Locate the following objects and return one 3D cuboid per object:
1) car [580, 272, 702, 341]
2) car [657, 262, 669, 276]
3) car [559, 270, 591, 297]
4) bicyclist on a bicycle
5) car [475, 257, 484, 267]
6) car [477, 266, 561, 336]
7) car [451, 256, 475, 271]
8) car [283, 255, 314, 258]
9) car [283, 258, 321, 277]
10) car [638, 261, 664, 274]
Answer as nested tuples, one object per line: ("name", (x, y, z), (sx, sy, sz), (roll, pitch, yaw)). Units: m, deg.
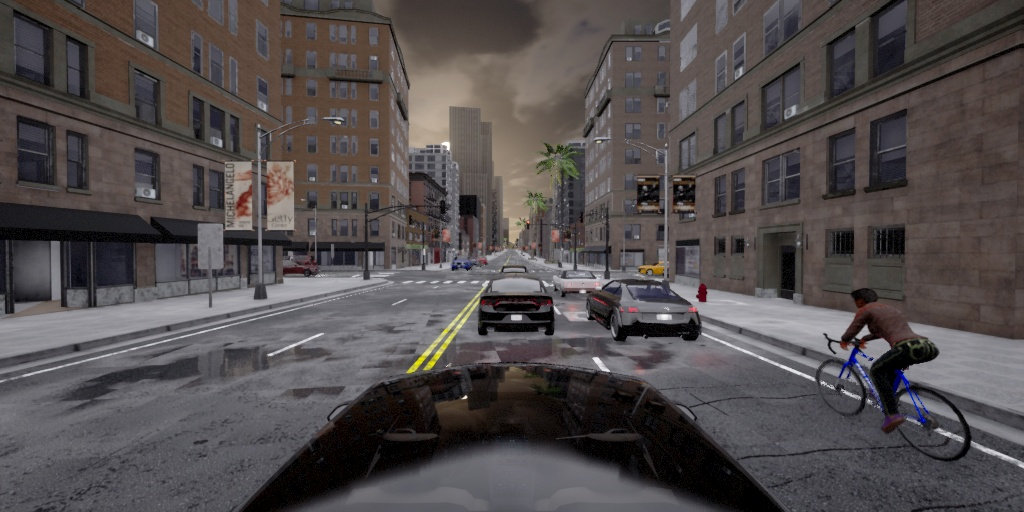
("car", (3.344, 1.312, 9.882), (1.994, 1.385, 4.181), (0, 0, 0))
("car", (16.231, 1.509, 33.279), (4.313, 1.339, 1.948), (0, 0, 0))
("car", (3.262, 1.346, 18.696), (1.895, 1.301, 4.718), (0, 0, 0))
("bicyclist on a bicycle", (4.147, 1.202, 4.060), (0.582, 1.620, 1.656), (0, 0, 0))
("car", (-6.523, 1.298, 63.513), (1.994, 1.385, 4.181), (0, 0, 0))
("car", (0.106, 1.225, 10.487), (1.882, 1.535, 5.008), (0, 0, 0))
("car", (-6.563, 0.943, 46.987), (2.150, 2.045, 5.566), (0, -1, 0))
("car", (-23.868, 0.831, 38.802), (5.009, 1.841, 2.192), (0, 0, -9))
("car", (-20.430, 1.144, 33.477), (4.674, 1.442, 1.812), (0, 1, -9))
("car", (16.350, 1.336, 39.223), (5.008, 1.535, 1.882), (0, 1, 0))
